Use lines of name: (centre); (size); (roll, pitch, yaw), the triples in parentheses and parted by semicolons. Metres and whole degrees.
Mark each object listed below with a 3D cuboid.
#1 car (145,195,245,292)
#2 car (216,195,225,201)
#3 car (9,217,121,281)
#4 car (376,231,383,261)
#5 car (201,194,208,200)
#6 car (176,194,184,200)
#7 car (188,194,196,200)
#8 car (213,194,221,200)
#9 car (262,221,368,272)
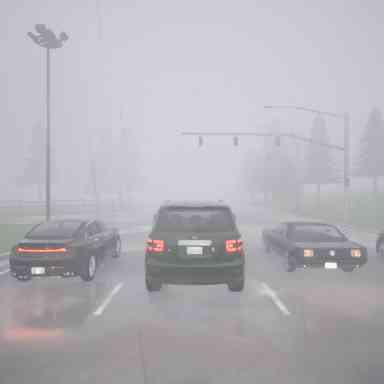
car: (0.074, 1.221, 9.095); (2.150, 2.045, 5.566); (0, 0, 0)
car: (7.043, 1.544, 83.412); (1.994, 1.385, 4.181); (0, 0, 0)
car: (-3.422, 1.505, 9.844); (1.837, 1.490, 4.892); (0, 0, 0)
car: (7.076, 1.492, 9.213); (2.128, 1.511, 4.902); (0, 0, 0)
car: (3.548, 1.310, 93.451); (1.882, 1.535, 5.008); (0, 0, 0)
car: (-3.452, 1.372, 93.454); (2.033, 1.411, 5.357); (0, 0, 0)
car: (0.048, 1.357, 93.453); (2.128, 1.511, 4.902); (0, 0, 0)
car: (7.048, 1.385, 93.449); (1.994, 1.385, 4.181); (0, 0, 0)
car: (3.585, 1.601, 10.760); (1.895, 1.301, 4.718); (0, 0, 0)
